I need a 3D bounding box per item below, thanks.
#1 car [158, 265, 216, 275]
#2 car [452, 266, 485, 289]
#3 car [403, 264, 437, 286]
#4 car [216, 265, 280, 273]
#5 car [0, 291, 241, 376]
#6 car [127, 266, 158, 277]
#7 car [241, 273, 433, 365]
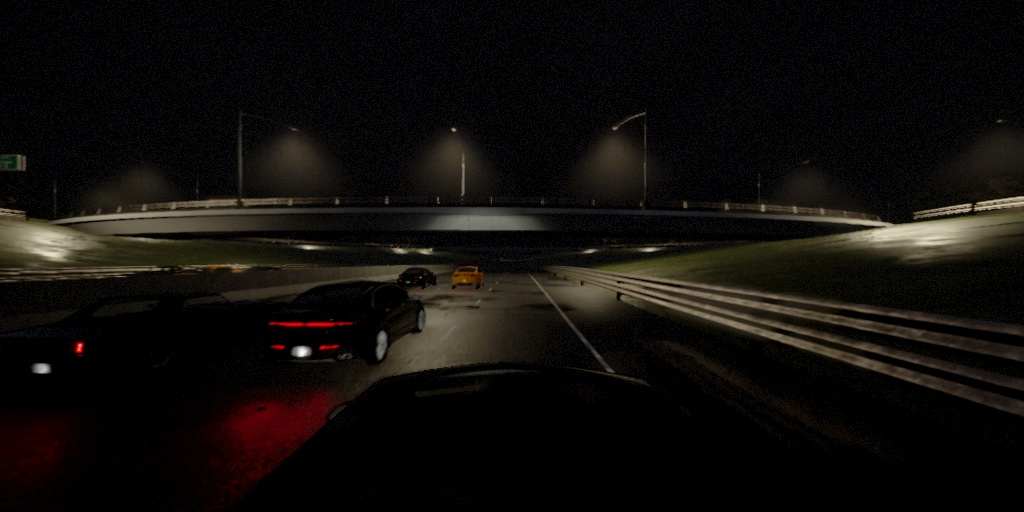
[{"bbox_3d":[-20.785,1.403,24.686,1.882,1.535,5.008,0,-1,1],"label":"car"},{"bbox_3d":[-3.057,1.483,25.820,1.882,1.535,5.008,0,-1,1],"label":"car"},{"bbox_3d":[-6.568,1.509,25.149,1.812,1.442,4.674,0,-1,1],"label":"car"},{"bbox_3d":[-17.288,1.463,24.585,1.812,1.442,4.674,0,-1,1],"label":"car"},{"bbox_3d":[-6.861,1.387,7.471,1.895,1.301,4.718,0,-1,1],"label":"car"},{"bbox_3d":[-24.271,1.414,25.422,2.128,1.511,4.902,0,-1,1],"label":"car"},{"bbox_3d":[-3.348,1.311,8.169,1.837,1.490,4.892,0,-1,0],"label":"car"}]
